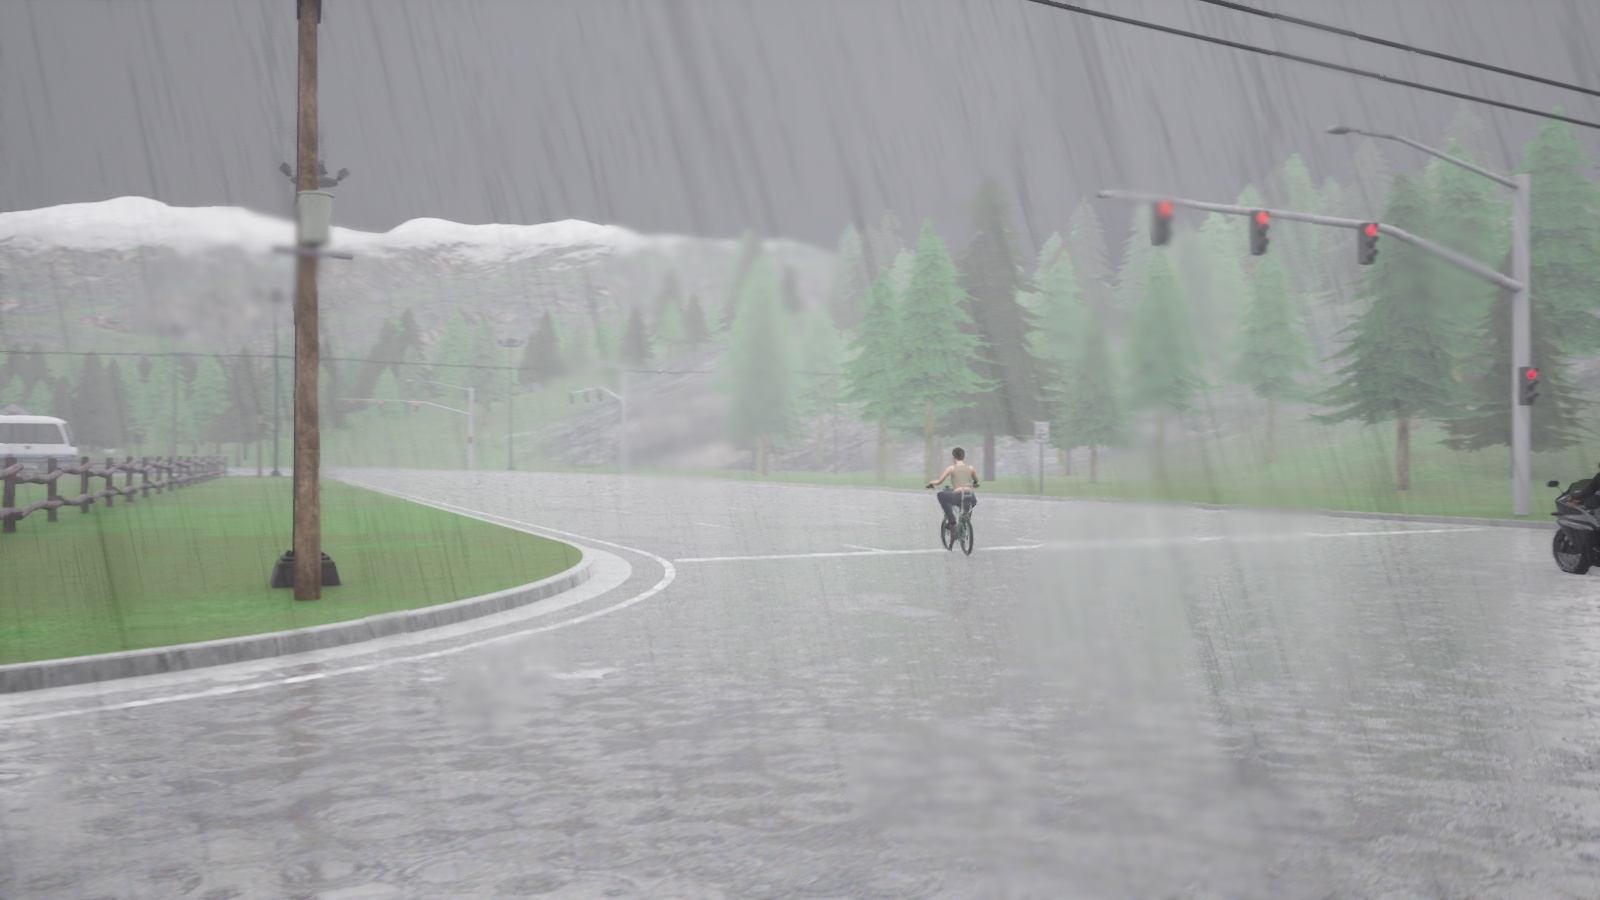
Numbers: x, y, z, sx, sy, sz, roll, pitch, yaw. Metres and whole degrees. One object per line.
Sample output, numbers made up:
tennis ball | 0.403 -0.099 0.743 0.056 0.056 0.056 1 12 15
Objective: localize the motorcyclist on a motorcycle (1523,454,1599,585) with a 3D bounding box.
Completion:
motorcyclist on a motorcycle | 9.823 0.813 15.172 0.866 1.530 2.191 -1 0 -1

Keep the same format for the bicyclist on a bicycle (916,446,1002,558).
bicyclist on a bicycle | 2.396 0.759 19.064 0.866 1.612 1.509 -1 0 -10
